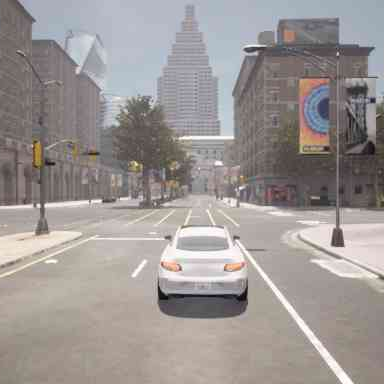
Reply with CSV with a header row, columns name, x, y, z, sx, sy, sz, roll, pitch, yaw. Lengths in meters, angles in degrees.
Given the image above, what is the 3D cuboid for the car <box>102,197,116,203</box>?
name,x,y,z,sx,sy,sz,roll,pitch,yaw
car,-16.791,1.595,67.295,1.895,1.301,4.718,0,0,1

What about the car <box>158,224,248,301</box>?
name,x,y,z,sx,sy,sz,roll,pitch,yaw
car,0.254,1.526,8.242,1.812,1.442,4.674,0,0,2

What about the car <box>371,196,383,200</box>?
name,x,y,z,sx,sy,sz,roll,pitch,yaw
car,35.922,1.481,67.540,2.231,1.521,4.892,0,0,1
